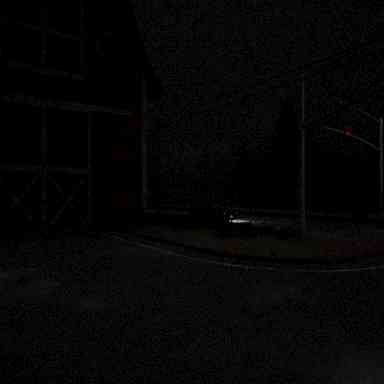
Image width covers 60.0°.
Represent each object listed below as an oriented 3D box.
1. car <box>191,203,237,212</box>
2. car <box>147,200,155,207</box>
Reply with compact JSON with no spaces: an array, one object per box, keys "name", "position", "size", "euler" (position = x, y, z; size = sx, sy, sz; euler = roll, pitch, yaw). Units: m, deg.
[{"name":"car","position":[1.910,1.753,30.683],"size":[2.033,1.411,5.357],"euler":[0,0,-34]},{"name":"car","position":[-7.258,1.891,50.609],"size":[1.994,1.385,4.181],"euler":[0,-1,-34]}]
